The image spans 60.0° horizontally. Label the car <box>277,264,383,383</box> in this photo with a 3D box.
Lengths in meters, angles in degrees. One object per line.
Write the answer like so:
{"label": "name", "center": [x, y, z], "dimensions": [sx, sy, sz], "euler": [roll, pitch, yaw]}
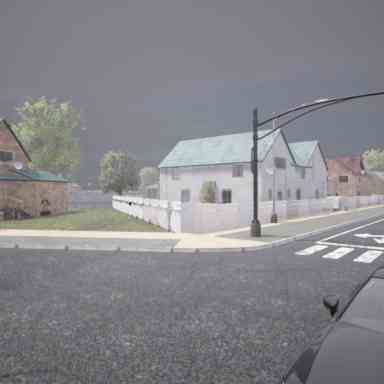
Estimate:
{"label": "car", "center": [2.531, 1.524, 3.416], "dimensions": [1.812, 1.442, 4.674], "euler": [0, 0, 42]}
